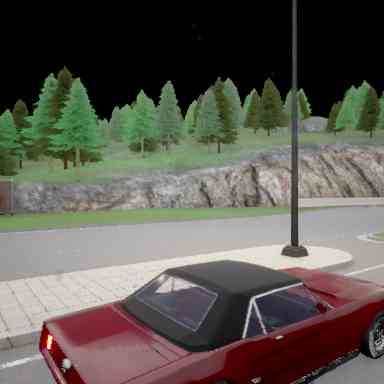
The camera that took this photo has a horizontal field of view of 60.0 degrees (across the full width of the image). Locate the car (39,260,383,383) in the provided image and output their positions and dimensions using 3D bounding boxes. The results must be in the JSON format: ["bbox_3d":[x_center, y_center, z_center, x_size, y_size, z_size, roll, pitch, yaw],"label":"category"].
[{"bbox_3d":[0.752,1.600,4.282,4.718,1.301,1.895,0,0,-35],"label":"car"}]
